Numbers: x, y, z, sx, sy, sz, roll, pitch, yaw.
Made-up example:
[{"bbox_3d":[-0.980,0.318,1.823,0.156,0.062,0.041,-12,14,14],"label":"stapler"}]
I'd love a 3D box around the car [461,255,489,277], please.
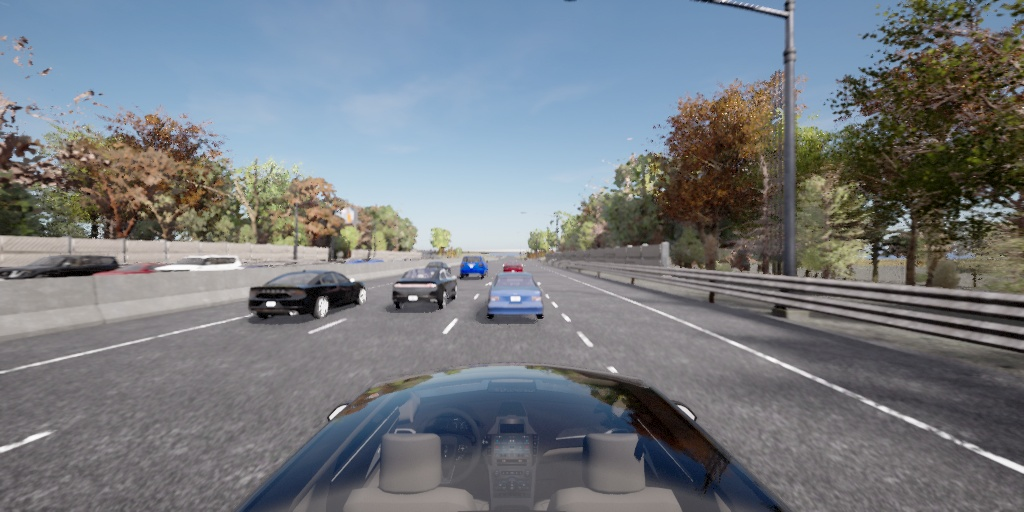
[{"bbox_3d":[-3.404,0.971,32.781,2.150,2.045,5.566,0,0,0],"label":"car"}]

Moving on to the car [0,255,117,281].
[{"bbox_3d":[-28.098,0.967,22.550,2.150,2.045,5.566,0,0,0],"label":"car"}]

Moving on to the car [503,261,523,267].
[{"bbox_3d":[0.098,1.228,35.193,1.882,1.535,5.008,0,0,0],"label":"car"}]

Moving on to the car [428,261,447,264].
[{"bbox_3d":[-6.902,1.254,33.669,1.837,1.490,4.892,0,0,0],"label":"car"}]

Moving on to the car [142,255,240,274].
[{"bbox_3d":[-21.100,0.967,24.429,2.150,2.045,5.566,0,0,0],"label":"car"}]

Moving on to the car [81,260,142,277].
[{"bbox_3d":[-24.599,1.223,23.879,1.882,1.535,5.008,0,0,0],"label":"car"}]

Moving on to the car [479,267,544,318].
[{"bbox_3d":[0.100,1.294,12.953,2.033,1.411,5.357,0,0,0],"label":"car"}]

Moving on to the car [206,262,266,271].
[{"bbox_3d":[-17.598,1.310,24.024,1.994,1.385,4.181,0,0,0],"label":"car"}]

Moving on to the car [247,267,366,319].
[{"bbox_3d":[-6.898,1.223,12.734,1.882,1.535,5.008,0,0,0],"label":"car"}]

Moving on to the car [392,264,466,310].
[{"bbox_3d":[-3.400,1.237,14.749,2.128,1.511,4.902,0,0,0],"label":"car"}]
